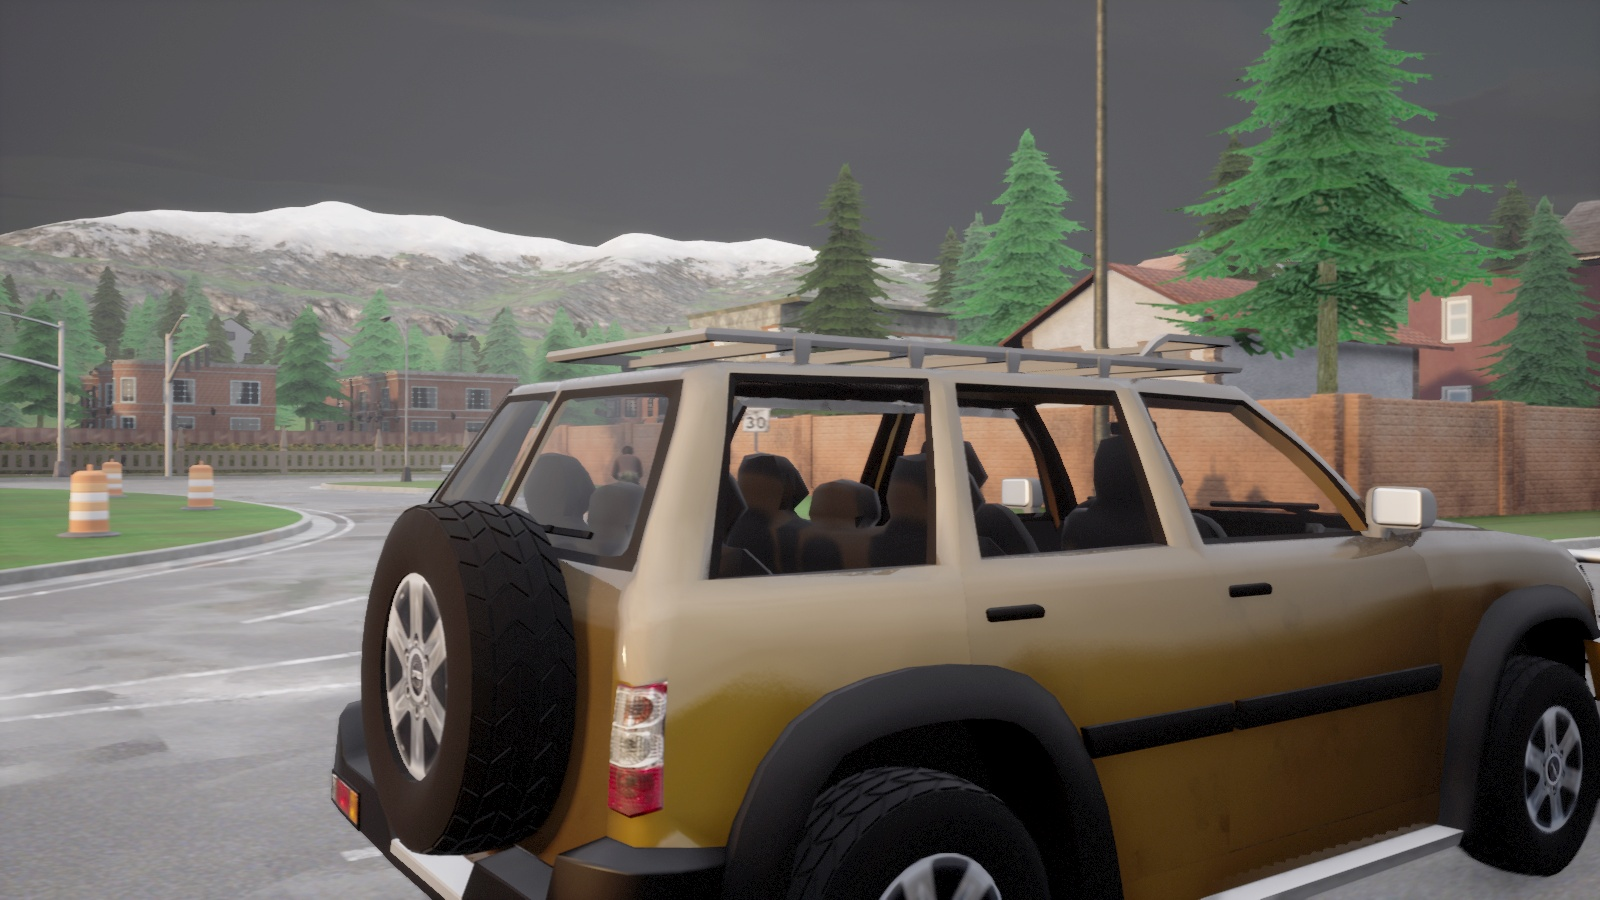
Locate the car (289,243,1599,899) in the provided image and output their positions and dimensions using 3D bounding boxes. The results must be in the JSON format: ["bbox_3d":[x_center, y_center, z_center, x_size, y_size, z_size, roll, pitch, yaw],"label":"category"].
[{"bbox_3d":[0.907,0.570,4.292,4.605,1.855,1.932,0,0,-35],"label":"car"}]
